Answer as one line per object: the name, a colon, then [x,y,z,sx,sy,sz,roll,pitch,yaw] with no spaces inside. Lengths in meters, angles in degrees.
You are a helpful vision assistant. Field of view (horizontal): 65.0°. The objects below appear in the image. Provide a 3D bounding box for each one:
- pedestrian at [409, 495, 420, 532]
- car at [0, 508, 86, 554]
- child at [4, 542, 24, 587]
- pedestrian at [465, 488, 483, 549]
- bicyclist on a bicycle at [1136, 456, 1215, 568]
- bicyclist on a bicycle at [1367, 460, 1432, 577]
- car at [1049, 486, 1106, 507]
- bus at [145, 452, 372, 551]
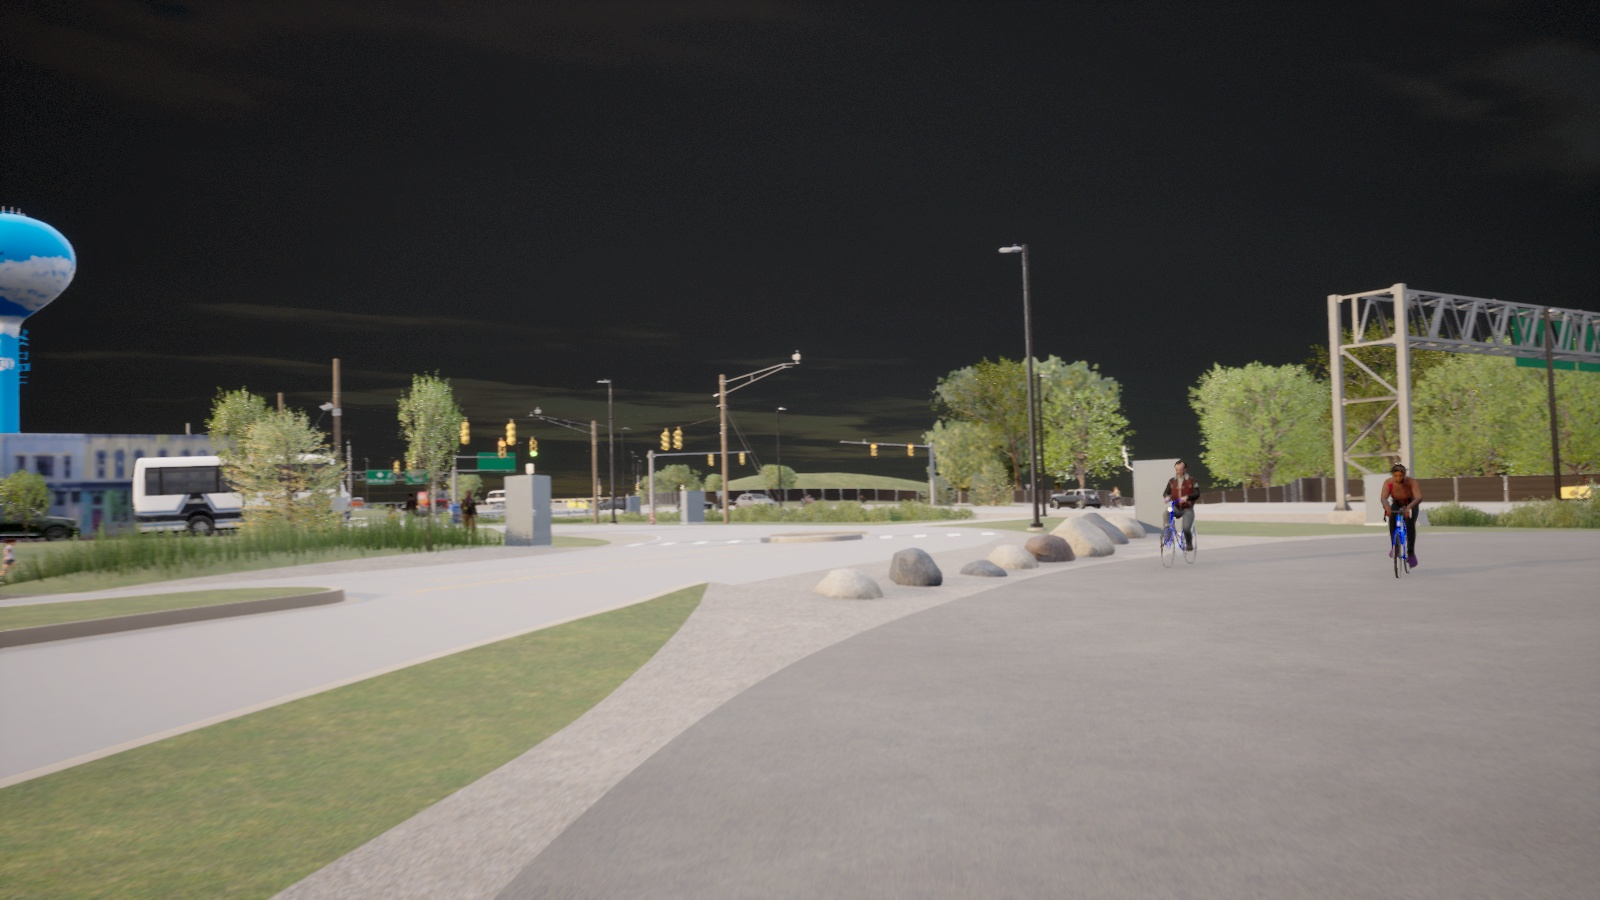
pedestrian: [-19.418,3.224,63.301,0.431,1.840,0.703,-1,-4,-21]
car: [-36.975,3.836,59.286,5.566,2.045,2.150,0,-4,-33]
child: [-19.698,2.867,31.474,0.394,1.110,0.255,0,-4,-37]
pedestrian: [-10.448,2.209,40.228,0.395,1.930,0.692,-1,-4,-27]
bicyclist on a bicycle: [6.264,1.014,20.888,0.659,1.776,1.843,-2,-2,35]
bicyclist on a bicycle: [8.682,0.959,18.161,0.582,1.620,1.656,-2,-2,33]
car: [20.487,3.427,92.916,1.970,1.475,3.806,0,-3,-32]
bus: [-27.678,2.608,64.428,10.273,4.253,3.944,-2,-5,-26]
